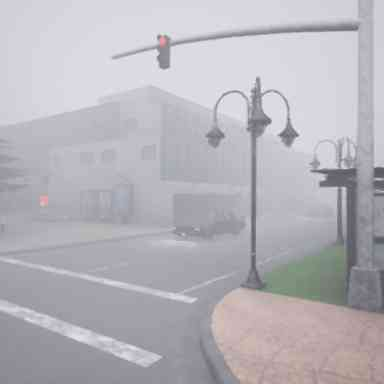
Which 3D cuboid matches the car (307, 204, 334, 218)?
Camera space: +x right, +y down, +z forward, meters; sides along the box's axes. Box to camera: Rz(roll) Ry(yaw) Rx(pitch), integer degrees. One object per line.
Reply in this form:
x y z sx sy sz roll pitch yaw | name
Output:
14.178 2.048 36.681 1.994 1.385 4.181 0 -1 36 | car

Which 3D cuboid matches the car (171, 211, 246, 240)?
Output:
1.141 1.774 18.797 2.033 1.411 5.357 0 -1 36 | car
